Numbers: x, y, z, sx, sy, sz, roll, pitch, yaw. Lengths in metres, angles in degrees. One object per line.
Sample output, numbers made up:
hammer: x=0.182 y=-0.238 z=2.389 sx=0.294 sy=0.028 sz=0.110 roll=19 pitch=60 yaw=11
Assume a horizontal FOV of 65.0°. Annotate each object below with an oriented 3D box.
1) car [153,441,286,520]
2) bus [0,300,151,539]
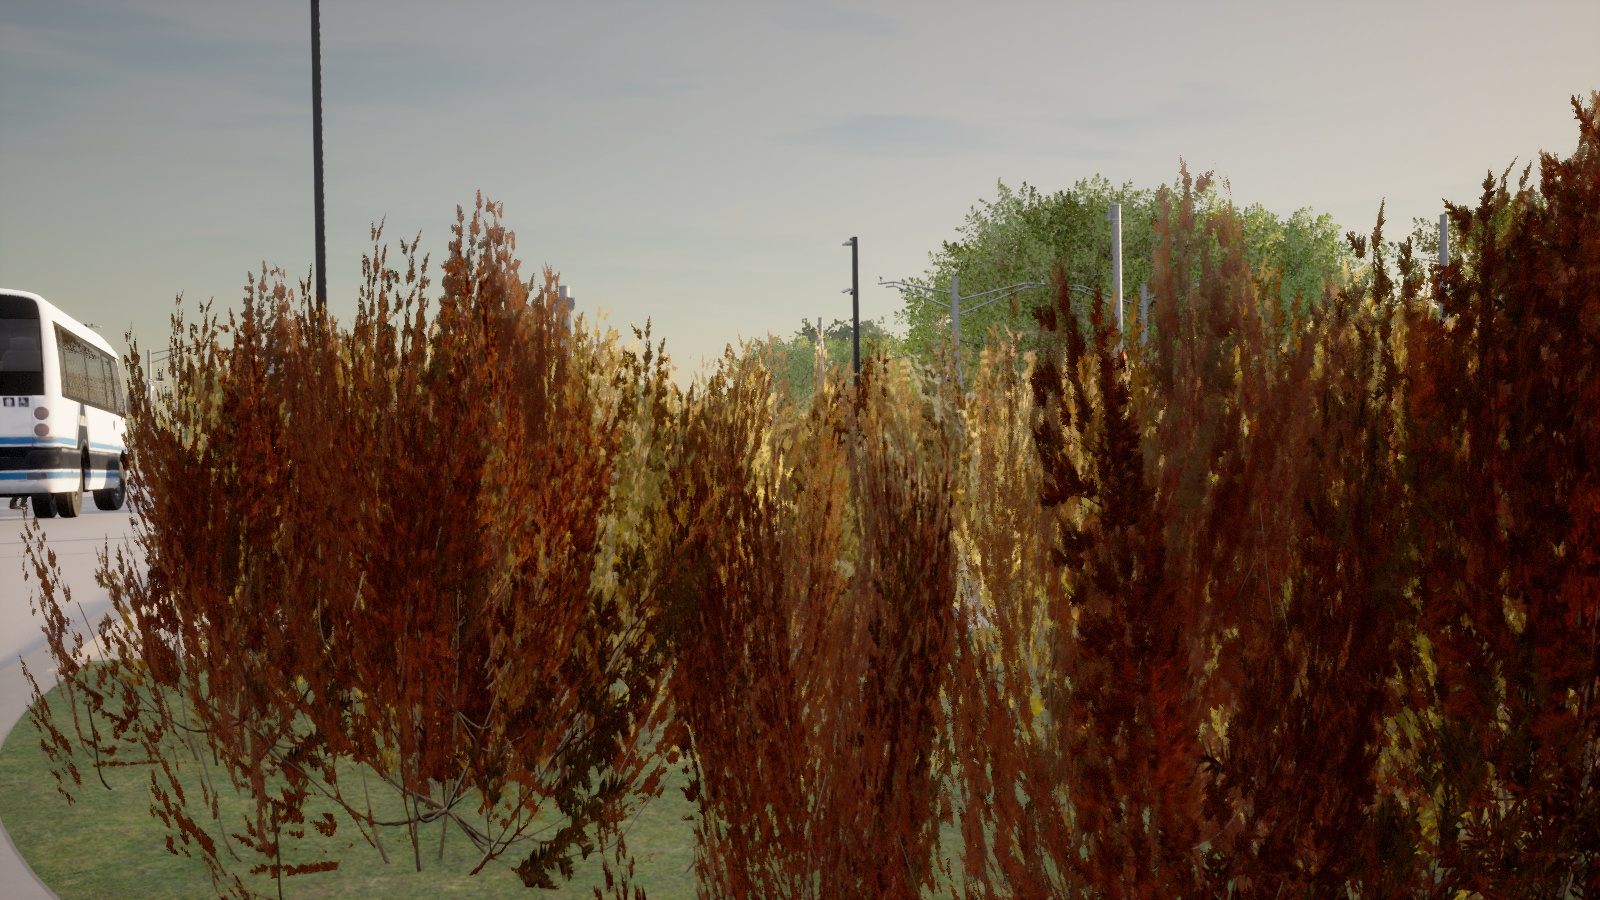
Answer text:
car: x=-13.868 y=0.745 z=30.303 sx=2.242 sy=1.667 sz=4.611 roll=-2 pitch=-1 yaw=-17
bus: x=-16.762 y=-0.390 z=26.896 sx=3.944 sy=4.253 sz=10.273 roll=-2 pitch=-1 yaw=-22
